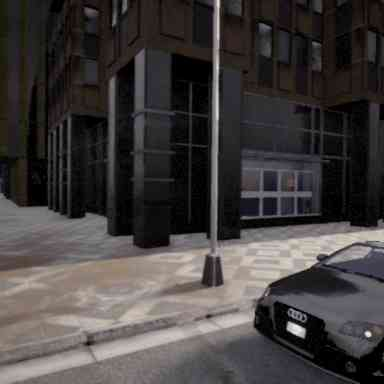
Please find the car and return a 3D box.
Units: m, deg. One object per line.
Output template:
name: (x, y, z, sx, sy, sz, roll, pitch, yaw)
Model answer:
car: (2.990, 1.510, 5.106, 4.181, 1.385, 1.994, 0, 1, -31)
